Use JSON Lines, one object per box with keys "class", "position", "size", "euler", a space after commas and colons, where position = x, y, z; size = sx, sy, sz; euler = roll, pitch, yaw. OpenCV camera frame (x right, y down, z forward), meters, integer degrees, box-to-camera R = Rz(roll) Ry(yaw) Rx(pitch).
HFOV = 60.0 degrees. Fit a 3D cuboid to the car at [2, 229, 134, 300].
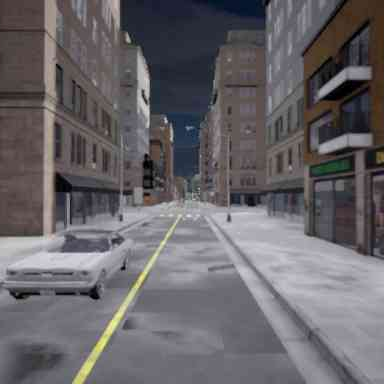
{"class": "car", "position": [-2.851, 1.706, 8.770], "size": [1.895, 1.301, 4.718], "euler": [0, -1, 0]}
